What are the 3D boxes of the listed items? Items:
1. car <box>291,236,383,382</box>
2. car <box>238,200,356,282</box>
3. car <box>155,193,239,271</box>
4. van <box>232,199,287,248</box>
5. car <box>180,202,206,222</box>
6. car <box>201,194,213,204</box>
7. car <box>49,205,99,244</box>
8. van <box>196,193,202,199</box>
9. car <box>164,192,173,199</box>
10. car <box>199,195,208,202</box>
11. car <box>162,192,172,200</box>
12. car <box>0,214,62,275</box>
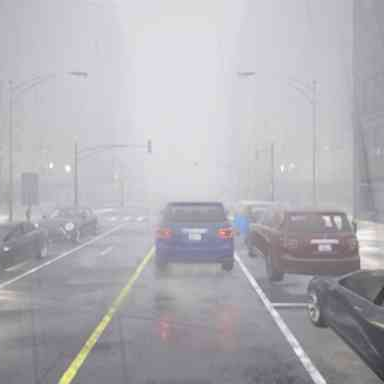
[{"bbox_3d":[2.862,1.550,4.036,1.947,1.339,4.313,0,0,0],"label":"car"},{"bbox_3d":[2.868,1.278,9.559,2.192,1.841,5.009,0,0,0],"label":"car"},{"bbox_3d":[0.087,1.182,10.909,2.150,2.045,5.566,0,1,0],"label":"car"},{"bbox_3d":[2.874,1.282,15.082,1.690,1.788,3.998,0,0,0],"label":"van"},{"bbox_3d":[0.110,1.496,26.293,1.895,1.301,4.718,0,0,0],"label":"car"},{"bbox_3d":[2.634,1.239,58.973,1.967,1.590,4.097,0,0,-1],"label":"car"},{"bbox_3d":[-5.652,1.382,15.087,1.967,1.590,4.097,0,0,0],"label":"car"},{"bbox_3d":[1.923,1.078,92.891,1.690,1.788,3.998,0,0,-1],"label":"van"},{"bbox_3d":[-6.600,1.053,92.728,2.192,1.841,5.009,0,0,-1],"label":"car"},{"bbox_3d":[2.398,1.349,70.281,1.802,1.307,4.206,0,0,-1],"label":"car"},{"bbox_3d":[-6.482,1.053,87.072,2.192,1.841,5.009,0,0,-1],"label":"car"},{"bbox_3d":[-5.658,1.529,9.562,1.947,1.339,4.313,0,0,0],"label":"car"}]
